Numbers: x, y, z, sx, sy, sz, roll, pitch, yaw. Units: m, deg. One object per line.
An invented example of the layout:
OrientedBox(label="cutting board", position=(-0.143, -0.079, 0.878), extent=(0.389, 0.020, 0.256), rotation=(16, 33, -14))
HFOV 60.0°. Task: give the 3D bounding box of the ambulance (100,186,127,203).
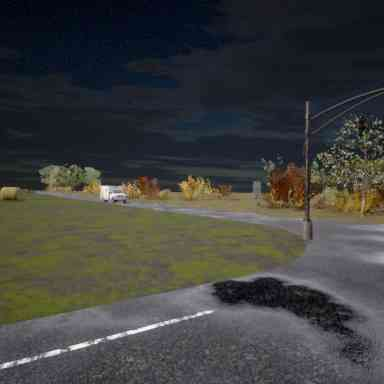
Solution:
OrientedBox(label="ambulance", position=(-11.822, 0.341, 50.096), extent=(2.351, 2.431, 6.366), rotation=(2, 0, -32))
